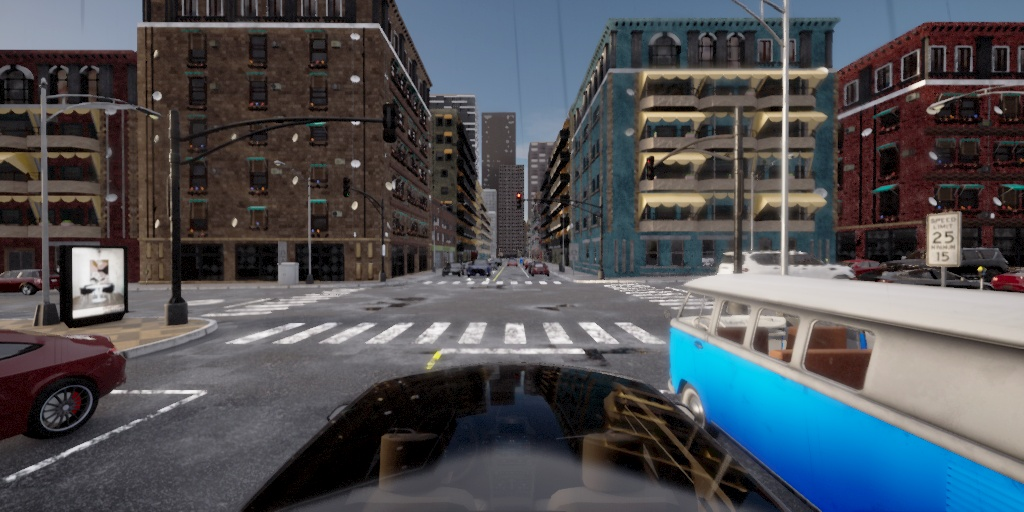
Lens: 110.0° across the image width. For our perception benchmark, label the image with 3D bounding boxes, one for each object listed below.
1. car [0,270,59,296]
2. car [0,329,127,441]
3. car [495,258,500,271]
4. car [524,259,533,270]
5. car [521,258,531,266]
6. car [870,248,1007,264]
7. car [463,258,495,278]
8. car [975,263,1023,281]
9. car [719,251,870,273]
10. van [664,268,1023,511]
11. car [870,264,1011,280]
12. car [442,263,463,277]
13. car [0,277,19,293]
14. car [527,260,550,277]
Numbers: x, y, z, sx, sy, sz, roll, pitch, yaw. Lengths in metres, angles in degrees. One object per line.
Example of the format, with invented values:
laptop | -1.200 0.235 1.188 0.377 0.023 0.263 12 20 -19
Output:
car | -30.238 1.569 22.169 4.097 1.591 1.967 0 0 0
car | -5.691 1.332 2.789 1.802 1.307 4.207 0 0 0
car | -3.032 1.311 49.448 1.994 1.385 4.181 0 0 1
car | 2.734 1.312 40.696 1.948 1.339 4.313 0 0 0
car | 2.746 1.294 51.743 1.888 1.381 4.507 0 0 0
car | 23.641 0.589 19.768 5.566 2.045 2.150 -1 0 0
car | -3.062 1.098 34.239 2.097 1.767 4.553 0 0 0
car | 21.378 1.030 13.971 4.207 1.307 1.802 0 0 0
car | 12.674 0.769 16.725 5.566 2.045 2.150 -1 0 2
van | 2.690 1.090 2.778 1.690 1.789 3.998 0 0 0
car | 15.808 1.094 13.937 4.313 1.339 1.948 0 0 0
car | -5.654 1.311 35.194 1.948 1.339 4.313 0 0 0
car | -22.380 1.635 13.577 4.403 1.370 2.007 0 0 0
car | 2.727 1.327 35.173 1.802 1.307 4.207 0 0 0
